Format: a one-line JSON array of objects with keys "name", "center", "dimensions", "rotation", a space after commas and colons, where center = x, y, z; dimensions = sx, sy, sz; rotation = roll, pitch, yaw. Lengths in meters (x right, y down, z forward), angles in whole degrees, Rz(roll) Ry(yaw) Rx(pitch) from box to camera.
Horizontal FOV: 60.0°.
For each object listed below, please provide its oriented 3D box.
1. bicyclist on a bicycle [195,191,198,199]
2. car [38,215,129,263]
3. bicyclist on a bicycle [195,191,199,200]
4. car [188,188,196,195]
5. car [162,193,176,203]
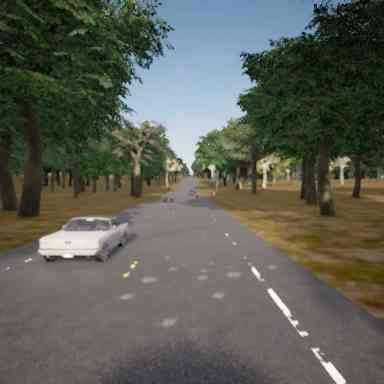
[{"name": "bicyclist on a bicycle", "center": [0.959, 0.596, 69.430], "dimensions": [0.582, 1.620, 1.656], "rotation": [0, 1, 0]}, {"name": "car", "center": [-3.601, 1.534, 11.866], "dimensions": [1.895, 1.301, 4.718], "rotation": [0, 0, 0]}, {"name": "bicyclist on a bicycle", "center": [0.958, 0.757, 60.478], "dimensions": [0.866, 1.612, 1.509], "rotation": [0, 1, 0]}, {"name": "car", "center": [-0.003, 0.038, 87.892], "dimensions": [2.128, 1.511, 4.902], "rotation": [0, 2, 0]}, {"name": "car", "center": [-3.568, 0.949, 52.572], "dimensions": [1.837, 1.490, 4.892], "rotation": [0, 1, 0]}]
